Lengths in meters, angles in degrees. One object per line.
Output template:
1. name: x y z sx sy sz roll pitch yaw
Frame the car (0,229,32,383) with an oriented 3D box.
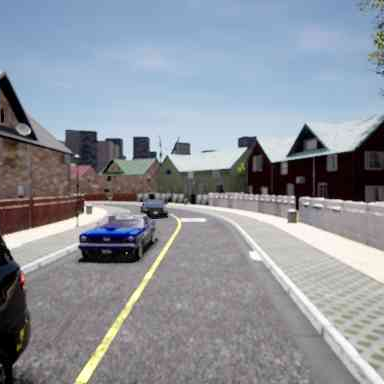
1. car: -2.858 1.198 1.306 2.150 2.045 5.566 0 1 2

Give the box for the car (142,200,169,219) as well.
1. car: -2.952 1.304 26.001 1.994 1.385 4.181 0 0 -10

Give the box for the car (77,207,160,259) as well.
1. car: -2.493 1.454 12.133 1.895 1.301 4.718 0 1 2
